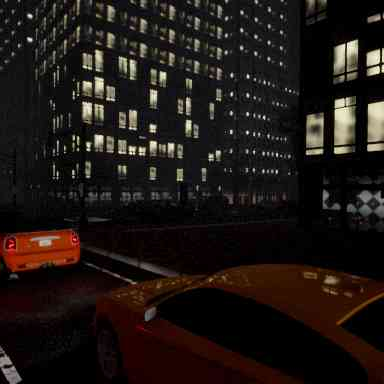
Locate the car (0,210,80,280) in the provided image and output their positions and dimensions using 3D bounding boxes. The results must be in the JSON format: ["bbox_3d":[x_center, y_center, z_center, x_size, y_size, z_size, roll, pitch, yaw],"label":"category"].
[{"bbox_3d":[-5.189,1.347,10.304,2.097,1.767,4.553,0,0,-40],"label":"car"}]

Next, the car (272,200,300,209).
[{"bbox_3d":[14.403,1.881,50.969,4.313,1.339,1.947,1,0,-39],"label":"car"}]

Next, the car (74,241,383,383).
[{"bbox_3d":[0.743,1.476,3.256,1.882,1.535,5.008,0,0,-40],"label":"car"}]

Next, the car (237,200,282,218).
[{"bbox_3d":[6.701,1.832,33.907,4.829,1.417,1.752,1,0,-39],"label":"car"}]

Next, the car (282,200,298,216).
[{"bbox_3d":[10.945,1.935,37.358,4.206,1.307,1.802,1,0,-39],"label":"car"}]

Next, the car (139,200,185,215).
[{"bbox_3d":[-3.228,1.647,36.635,4.829,1.417,1.752,1,0,-39],"label":"car"}]

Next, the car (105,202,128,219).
[{"bbox_3d":[-5.797,1.642,31.206,4.674,1.442,1.812,1,1,-38],"label":"car"}]

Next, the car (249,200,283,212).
[{"bbox_3d":[9.767,1.814,43.838,4.674,1.442,1.812,1,1,-39],"label":"car"}]

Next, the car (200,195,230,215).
[{"bbox_3d":[1.882,1.423,37.430,5.566,2.045,2.150,1,1,-39],"label":"car"}]

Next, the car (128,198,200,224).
[{"bbox_3d":[-2.181,1.523,26.684,5.009,1.841,2.192,1,0,-39],"label":"car"}]
